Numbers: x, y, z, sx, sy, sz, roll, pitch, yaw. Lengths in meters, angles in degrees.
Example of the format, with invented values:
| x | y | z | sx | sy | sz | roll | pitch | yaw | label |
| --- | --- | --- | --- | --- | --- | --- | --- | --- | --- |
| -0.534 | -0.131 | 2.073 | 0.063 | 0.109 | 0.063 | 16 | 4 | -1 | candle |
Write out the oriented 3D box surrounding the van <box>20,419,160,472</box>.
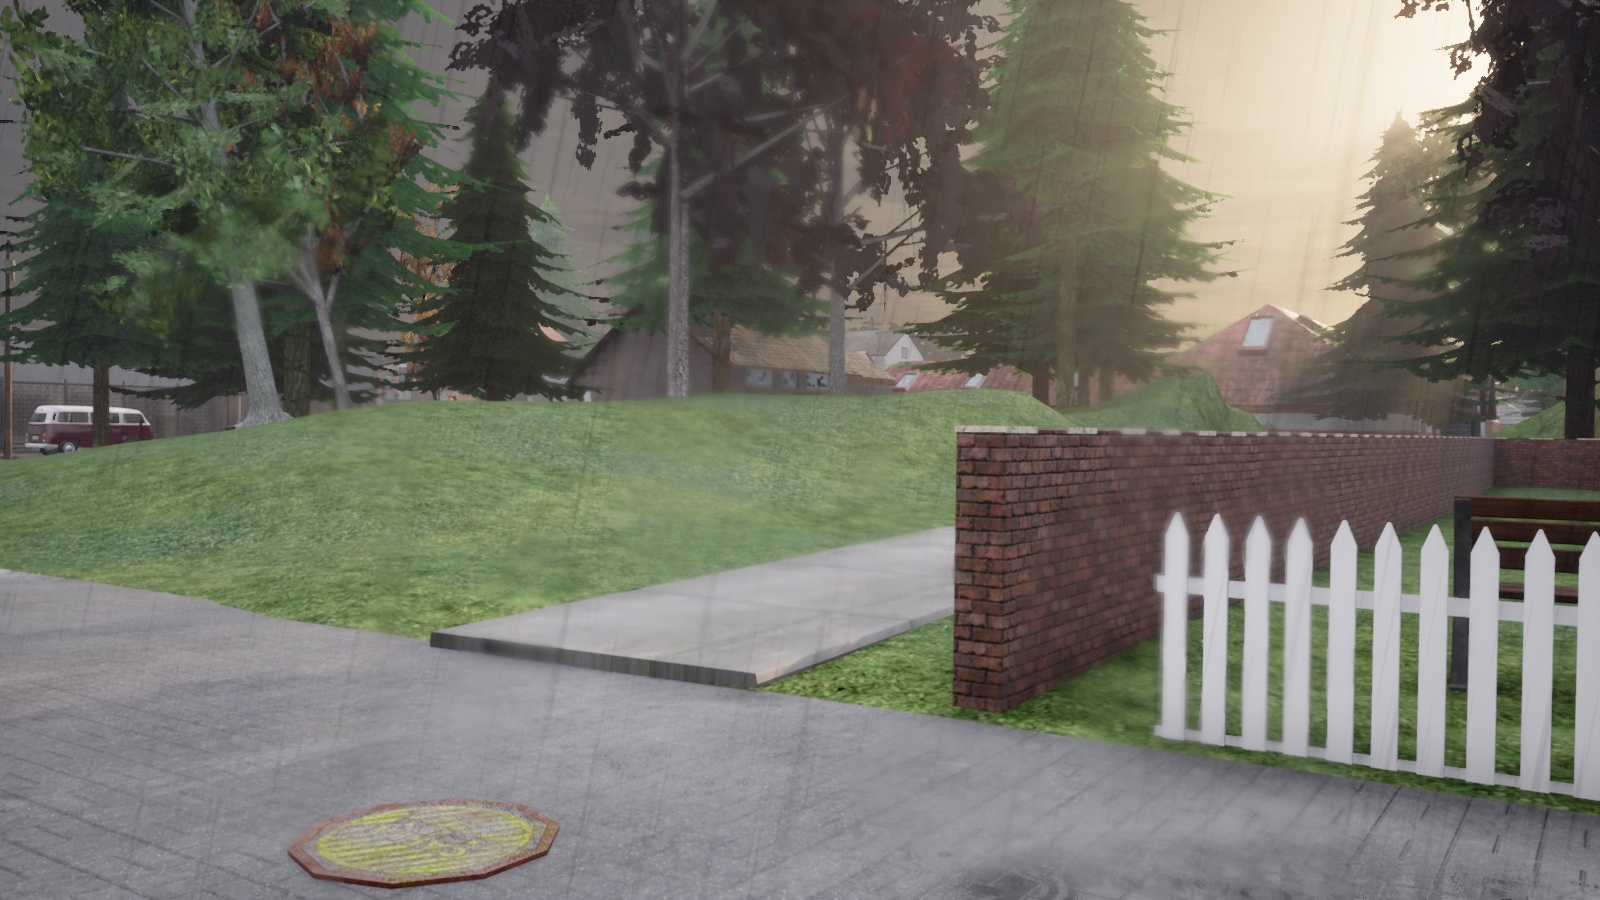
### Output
| x | y | z | sx | sy | sz | roll | pitch | yaw | label |
| --- | --- | --- | --- | --- | --- | --- | --- | --- | --- |
| -28.737 | -0.229 | 50.937 | 2.069 | 2.038 | 4.480 | 0 | 1 | 34 | van |
